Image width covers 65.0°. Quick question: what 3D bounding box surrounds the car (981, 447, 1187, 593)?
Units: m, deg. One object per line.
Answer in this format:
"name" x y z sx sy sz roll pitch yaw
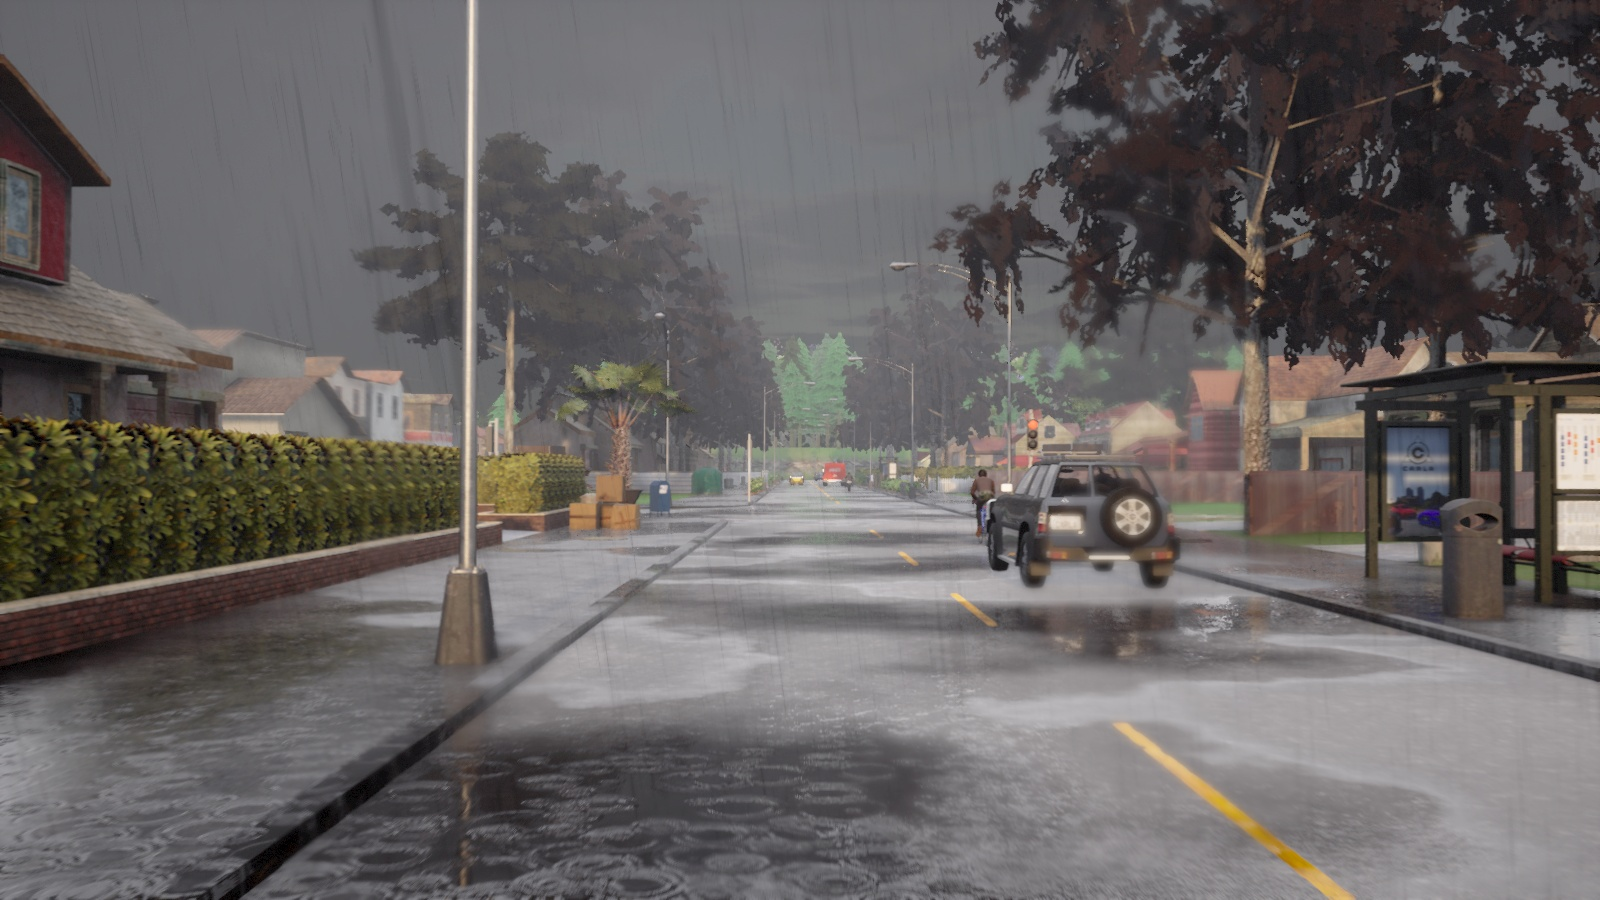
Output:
"car" 3.954 0.928 18.315 1.932 1.855 4.605 0 -1 0

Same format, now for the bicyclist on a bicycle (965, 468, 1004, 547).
"bicyclist on a bicycle" 3.933 1.210 26.897 0.582 1.620 1.656 0 -1 0
